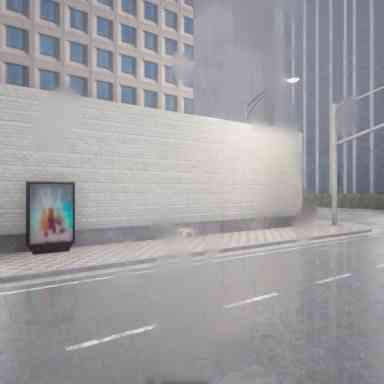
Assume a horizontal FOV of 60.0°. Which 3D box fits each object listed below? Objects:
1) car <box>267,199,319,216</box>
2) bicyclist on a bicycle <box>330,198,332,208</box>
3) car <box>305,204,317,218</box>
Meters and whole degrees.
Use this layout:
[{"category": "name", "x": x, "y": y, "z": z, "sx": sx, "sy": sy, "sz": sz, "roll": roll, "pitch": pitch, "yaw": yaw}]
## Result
[{"category": "car", "x": 10.446, "y": 1.547, "z": 34.856, "sx": 2.128, "sy": 1.511, "sz": 4.902, "roll": 0, "pitch": 0, "yaw": -36}, {"category": "bicyclist on a bicycle", "x": 18.668, "y": 1.356, "z": 43.951, "sx": 1.656, "sy": 1.620, "sz": 0.582, "roll": 0, "pitch": 0, "yaw": -36}, {"category": "car", "x": 9.065, "y": 1.533, "z": 30.770, "sx": 1.882, "sy": 1.535, "sz": 5.008, "roll": 0, "pitch": 0, "yaw": -36}]
